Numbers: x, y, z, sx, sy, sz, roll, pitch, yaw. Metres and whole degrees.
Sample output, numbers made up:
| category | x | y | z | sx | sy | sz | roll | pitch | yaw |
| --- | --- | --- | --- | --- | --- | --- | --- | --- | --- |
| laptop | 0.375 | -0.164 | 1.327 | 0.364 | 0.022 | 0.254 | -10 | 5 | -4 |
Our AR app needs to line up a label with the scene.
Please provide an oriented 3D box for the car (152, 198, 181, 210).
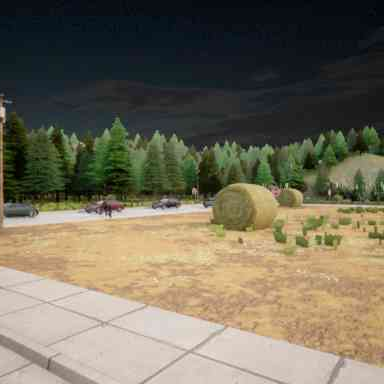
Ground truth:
| category | x | y | z | sx | sy | sz | roll | pitch | yaw |
| --- | --- | --- | --- | --- | --- | --- | --- | --- | --- |
| car | -3.373 | 1.551 | 44.560 | 1.812 | 1.442 | 4.674 | 0 | 0 | 37 |

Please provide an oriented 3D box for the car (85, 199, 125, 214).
| category | x | y | z | sx | sy | sz | roll | pitch | yaw |
| --- | --- | --- | --- | --- | --- | --- | --- | --- | --- |
| car | -9.454 | 1.551 | 36.333 | 1.812 | 1.442 | 4.674 | 0 | 0 | 36 |

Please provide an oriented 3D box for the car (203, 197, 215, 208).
| category | x | y | z | sx | sy | sz | roll | pitch | yaw |
| --- | --- | --- | --- | --- | --- | --- | --- | --- | --- |
| car | 3.501 | 1.517 | 47.782 | 2.128 | 1.511 | 4.902 | 0 | 0 | 37 |

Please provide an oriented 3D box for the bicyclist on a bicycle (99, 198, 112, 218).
| category | x | y | z | sx | sy | sz | roll | pitch | yaw |
| --- | --- | --- | --- | --- | --- | --- | --- | --- | --- |
| bicyclist on a bicycle | -7.034 | 1.326 | 27.028 | 1.656 | 1.620 | 0.582 | 0 | 0 | 36 |

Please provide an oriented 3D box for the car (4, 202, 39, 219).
| category | x | y | z | sx | sy | sz | roll | pitch | yaw |
| --- | --- | --- | --- | --- | --- | --- | --- | --- | --- |
| car | -15.367 | 1.589 | 28.341 | 1.994 | 1.385 | 4.181 | 0 | 0 | 36 |
